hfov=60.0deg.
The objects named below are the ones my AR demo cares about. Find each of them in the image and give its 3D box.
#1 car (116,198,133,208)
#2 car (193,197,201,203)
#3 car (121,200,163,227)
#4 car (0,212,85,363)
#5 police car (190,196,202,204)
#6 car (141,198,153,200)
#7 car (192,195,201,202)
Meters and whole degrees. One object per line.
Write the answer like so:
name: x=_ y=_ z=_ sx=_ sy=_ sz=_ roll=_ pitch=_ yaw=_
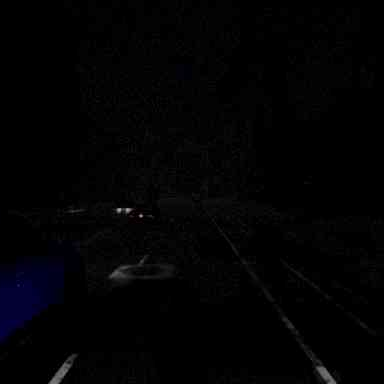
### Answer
car: x=-9.719 y=1.620 z=49.163 sx=2.033 sy=1.411 sz=5.357 roll=0 pitch=0 yaw=0
car: x=1.165 y=1.897 z=83.066 sx=1.812 sy=1.442 sz=4.674 roll=0 pitch=-1 yaw=0
car: x=-3.097 y=1.520 z=22.773 sx=2.033 sy=1.411 sz=5.357 roll=0 pitch=0 yaw=0
car: x=-3.142 y=1.216 z=4.088 sx=2.150 sy=2.045 sz=5.566 roll=0 pitch=0 yaw=0
police car: x=1.142 y=1.702 z=73.176 sx=1.930 sy=1.638 sz=5.238 roll=0 pitch=-1 yaw=0
car: x=-6.474 y=1.553 z=47.866 sx=2.128 sy=1.511 sz=4.902 roll=0 pitch=0 yaw=0
car: x=1.177 y=1.795 z=89.039 sx=2.097 sy=1.767 sz=4.553 roll=0 pitch=-1 yaw=0
